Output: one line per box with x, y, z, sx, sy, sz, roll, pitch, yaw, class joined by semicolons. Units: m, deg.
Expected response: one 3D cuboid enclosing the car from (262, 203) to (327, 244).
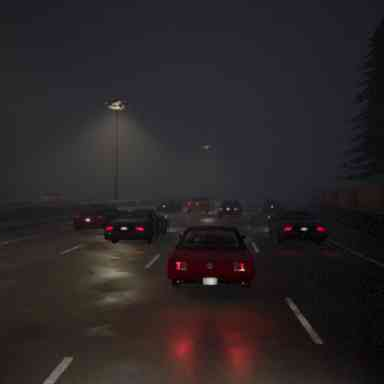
4.665;1.480;15.387;2.033;1.411;5.357;0;0;7;car

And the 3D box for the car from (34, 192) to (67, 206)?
-20.537;0.992;48.760;2.150;2.045;5.566;0;0;17;car

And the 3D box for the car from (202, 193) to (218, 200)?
4.476;1.055;80.416;1.837;1.490;4.892;0;0;29;car

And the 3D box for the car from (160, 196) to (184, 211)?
-2.315;1.404;35.134;1.994;1.385;4.181;0;0;14;car

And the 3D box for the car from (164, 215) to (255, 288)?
0.546;1.560;9.125;1.895;1.301;4.718;0;0;4;car

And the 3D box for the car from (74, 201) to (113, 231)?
-5.292;1.471;19.799;1.994;1.385;4.181;0;0;8;car

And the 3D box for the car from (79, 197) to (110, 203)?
-11.650;1.405;41.745;1.895;1.301;4.718;0;0;15;car

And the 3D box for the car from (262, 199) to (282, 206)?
8.278;1.414;34.200;1.994;1.385;4.181;0;0;14;car

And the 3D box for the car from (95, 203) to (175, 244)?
-2.360;1.475;15.524;2.033;1.411;5.357;0;0;7;car

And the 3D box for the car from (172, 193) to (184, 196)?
-2.238;1.135;82.794;1.812;1.442;4.674;0;0;29;car

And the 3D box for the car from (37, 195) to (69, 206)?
-18.051;1.388;44.837;1.895;1.301;4.718;0;0;16;car

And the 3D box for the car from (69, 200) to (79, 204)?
-14.253;1.351;45.293;1.994;1.385;4.181;0;0;16;car

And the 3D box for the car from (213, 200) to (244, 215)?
3.434;1.417;29.109;2.033;1.411;5.357;0;0;12;car

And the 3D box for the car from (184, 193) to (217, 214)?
1.009;1.199;33.975;2.097;1.767;4.553;0;0;14;car

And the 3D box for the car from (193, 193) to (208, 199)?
2.095;1.013;83.285;1.994;1.385;4.181;0;0;29;car
